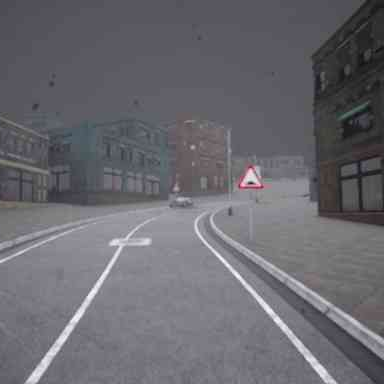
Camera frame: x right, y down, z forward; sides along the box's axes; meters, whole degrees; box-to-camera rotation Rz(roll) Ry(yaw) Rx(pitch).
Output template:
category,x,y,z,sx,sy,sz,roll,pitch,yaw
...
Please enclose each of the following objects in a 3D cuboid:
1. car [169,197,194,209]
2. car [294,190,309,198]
category,x,y,z,sx,sy,sz,roll,pitch,yaw
car,-1.255,1.308,41.591,1.812,1.442,4.674,-2,0,21
car,24.717,0.458,73.602,4.553,1.767,2.097,-1,-3,-32
